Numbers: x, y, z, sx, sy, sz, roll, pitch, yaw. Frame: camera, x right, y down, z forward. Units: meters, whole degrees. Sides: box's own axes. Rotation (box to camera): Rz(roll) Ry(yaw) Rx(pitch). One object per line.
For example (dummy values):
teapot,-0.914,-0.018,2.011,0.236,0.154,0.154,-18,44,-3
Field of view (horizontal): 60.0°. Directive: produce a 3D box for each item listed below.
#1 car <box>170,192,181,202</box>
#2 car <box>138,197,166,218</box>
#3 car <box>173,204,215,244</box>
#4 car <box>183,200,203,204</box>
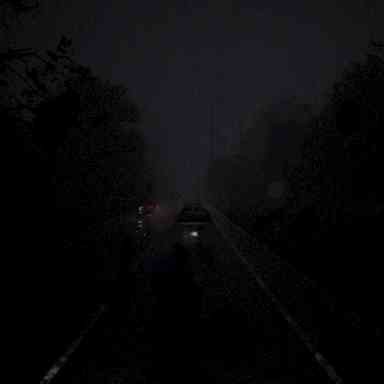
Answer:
car,-3.467,1.130,71.279,2.150,2.045,5.566,0,0,0
car,-3.583,1.405,30.387,2.097,1.767,4.553,0,0,0
car,0.104,1.542,16.241,2.128,1.511,4.902,0,0,0
car,0.114,1.526,33.223,1.882,1.535,5.008,0,0,0
